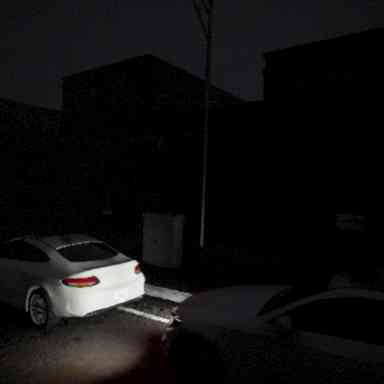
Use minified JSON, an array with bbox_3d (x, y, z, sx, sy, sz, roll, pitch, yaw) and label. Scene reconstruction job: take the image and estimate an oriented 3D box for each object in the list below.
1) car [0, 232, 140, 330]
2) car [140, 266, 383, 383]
[{"bbox_3d":[-3.054,1.567,6.963,4.674,1.442,1.812,0,0,36],"label":"car"},{"bbox_3d":[1.817,1.552,3.451,4.674,1.442,1.812,0,0,36],"label":"car"}]
